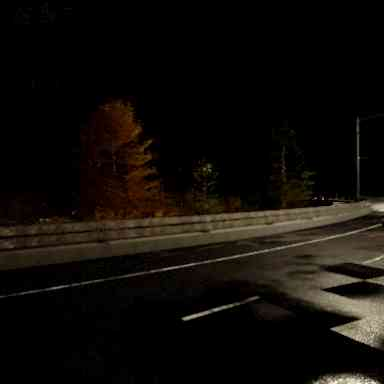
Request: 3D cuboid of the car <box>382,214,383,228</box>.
[{"bbox_3d":[13.627,1.544,21.266,1.837,1.490,4.892,0,0,42],"label":"car"}]
